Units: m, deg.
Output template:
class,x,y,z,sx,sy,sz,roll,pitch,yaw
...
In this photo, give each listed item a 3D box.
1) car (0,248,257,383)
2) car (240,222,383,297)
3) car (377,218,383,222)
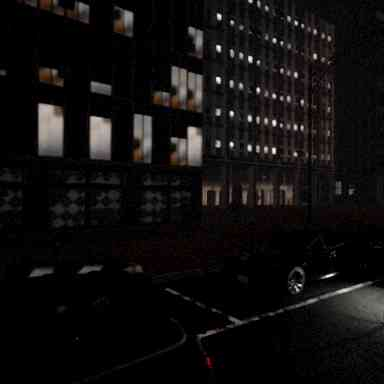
class,x,y,z,sx,sy,sz,roll,pitch,yaw
car,-2.010,1.351,1.944,4.553,1.767,2.097,0,0,-35
car,2.908,1.567,8.632,4.313,1.339,1.947,0,0,-36
car,7.498,1.552,11.913,4.403,1.369,2.008,0,0,-36
